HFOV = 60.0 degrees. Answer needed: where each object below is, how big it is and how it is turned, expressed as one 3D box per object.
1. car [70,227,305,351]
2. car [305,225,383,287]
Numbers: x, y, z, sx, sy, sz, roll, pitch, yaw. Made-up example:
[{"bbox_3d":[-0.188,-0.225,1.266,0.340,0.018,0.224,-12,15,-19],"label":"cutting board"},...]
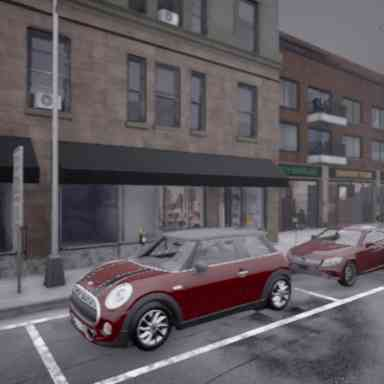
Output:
[{"bbox_3d":[-0.067,1.447,6.138,4.097,1.590,1.967,0,0,-35],"label":"car"},{"bbox_3d":[4.427,1.600,9.341,4.206,1.307,1.802,0,0,-35],"label":"car"}]
